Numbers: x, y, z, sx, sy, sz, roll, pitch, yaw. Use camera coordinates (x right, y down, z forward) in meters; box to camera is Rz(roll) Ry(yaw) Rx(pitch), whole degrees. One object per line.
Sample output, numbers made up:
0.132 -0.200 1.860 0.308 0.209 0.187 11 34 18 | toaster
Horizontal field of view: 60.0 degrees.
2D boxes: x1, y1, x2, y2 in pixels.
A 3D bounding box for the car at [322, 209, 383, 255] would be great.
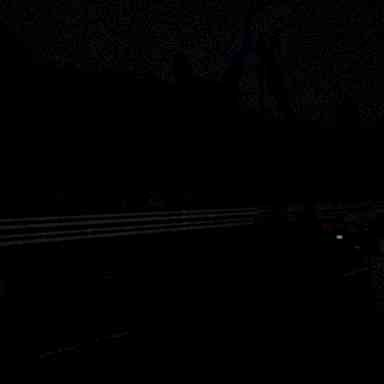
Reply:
7.159 1.394 12.917 5.008 1.535 1.882 0 0 -34 | car
